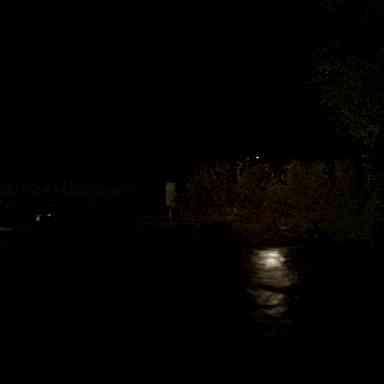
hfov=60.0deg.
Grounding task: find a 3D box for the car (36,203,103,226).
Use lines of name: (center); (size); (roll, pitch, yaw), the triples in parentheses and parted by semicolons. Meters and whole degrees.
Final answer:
car: (-8.964, 1.605, 24.649); (2.128, 1.511, 4.902); (0, -1, 40)
